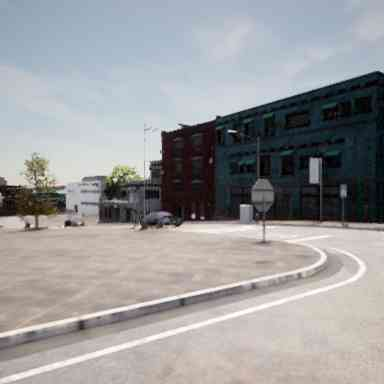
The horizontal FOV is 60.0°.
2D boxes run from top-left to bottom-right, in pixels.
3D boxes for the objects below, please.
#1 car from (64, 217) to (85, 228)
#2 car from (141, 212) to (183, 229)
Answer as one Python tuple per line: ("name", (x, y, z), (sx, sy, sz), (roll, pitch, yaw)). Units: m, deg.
("car", (-16.644, 4.357, 47.146), (2.128, 1.511, 4.902), (0, -5, -36))
("car", (-2.607, 2.348, 28.138), (1.994, 1.385, 4.181), (0, -4, -37))
